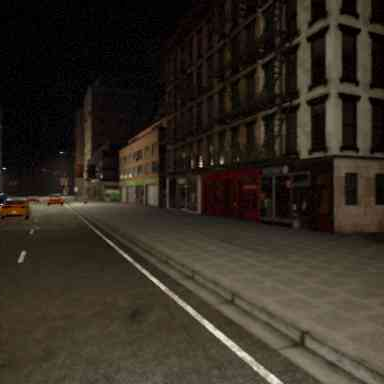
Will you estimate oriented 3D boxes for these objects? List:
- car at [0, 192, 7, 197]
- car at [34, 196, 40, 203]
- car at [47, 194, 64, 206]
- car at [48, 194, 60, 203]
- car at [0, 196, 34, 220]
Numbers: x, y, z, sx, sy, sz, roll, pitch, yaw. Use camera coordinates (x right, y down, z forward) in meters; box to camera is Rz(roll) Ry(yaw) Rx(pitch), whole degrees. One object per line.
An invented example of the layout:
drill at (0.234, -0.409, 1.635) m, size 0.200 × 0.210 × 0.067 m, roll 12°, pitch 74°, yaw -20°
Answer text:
car at (-23.670, 0.993, 40.346) m, size 2.150 × 2.045 × 5.566 m, roll 0°, pitch 1°, yaw -23°
car at (-27.539, 1.284, 57.758) m, size 1.895 × 1.301 × 4.718 m, roll 0°, pitch 0°, yaw -23°
car at (-19.761, 1.090, 48.168) m, size 2.097 × 1.767 × 4.553 m, roll 0°, pitch 0°, yaw -23°
car at (-24.551, 1.157, 59.037) m, size 1.882 × 1.535 × 5.008 m, roll 0°, pitch 0°, yaw -23°
car at (-14.227, 1.328, 27.121) m, size 1.882 × 1.535 × 5.008 m, roll 0°, pitch 0°, yaw -23°
